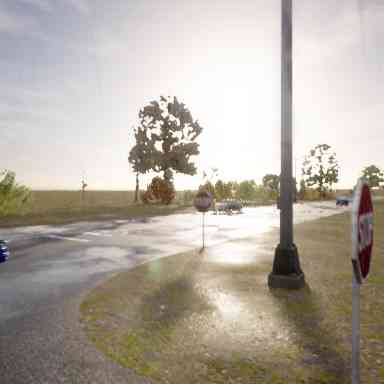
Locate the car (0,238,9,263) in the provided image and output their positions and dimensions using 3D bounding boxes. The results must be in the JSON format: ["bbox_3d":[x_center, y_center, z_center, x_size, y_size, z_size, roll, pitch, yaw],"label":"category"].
[{"bbox_3d":[-7.332,1.478,8.350,1.882,1.535,5.008,0,0,35],"label":"car"}]

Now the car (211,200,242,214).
[{"bbox_3d":[3.941,1.602,37.234,2.128,1.511,4.902,0,0,34],"label":"car"}]

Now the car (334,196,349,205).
[{"bbox_3d":[28.263,1.682,62.436,1.882,1.535,5.008,0,0,28],"label":"car"}]
